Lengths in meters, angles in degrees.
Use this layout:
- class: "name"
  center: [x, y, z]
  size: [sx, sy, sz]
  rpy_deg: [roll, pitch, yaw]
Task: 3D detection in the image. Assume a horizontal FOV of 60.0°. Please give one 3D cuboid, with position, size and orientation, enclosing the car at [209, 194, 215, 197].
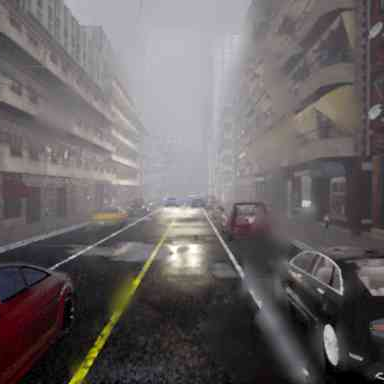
- class: "car"
  center: [2.565, 1.298, 49.848]
  size: [2.192, 1.841, 5.009]
  rpy_deg: [-1, 0, 0]

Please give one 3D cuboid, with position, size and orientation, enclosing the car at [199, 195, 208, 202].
- class: "car"
  center: [2.572, 1.409, 77.593]
  size: [1.967, 1.590, 4.097]
  rpy_deg: [-1, 0, 0]

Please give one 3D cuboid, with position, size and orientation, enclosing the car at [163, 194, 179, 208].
- class: "car"
  center: [-2.817, 1.461, 47.345]
  size: [1.882, 1.535, 5.008]
  rpy_deg: [0, 0, 0]

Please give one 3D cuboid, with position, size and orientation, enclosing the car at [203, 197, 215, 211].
- class: "car"
  center: [2.565, 1.570, 38.750]
  size: [1.802, 1.307, 4.206]
  rpy_deg: [-1, 0, 0]

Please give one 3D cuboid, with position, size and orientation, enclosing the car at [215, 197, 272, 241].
- class: "car"
  center: [2.557, 1.310, 16.555]
  size: [2.192, 1.841, 5.009]
  rpy_deg: [-1, 0, 0]

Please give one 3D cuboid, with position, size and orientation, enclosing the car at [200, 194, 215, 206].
- class: "car"
  center: [2.566, 1.295, 55.397]
  size: [2.192, 1.841, 5.009]
  rpy_deg: [-1, 0, 0]

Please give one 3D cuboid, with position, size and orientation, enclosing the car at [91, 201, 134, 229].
- class: "car"
  center: [-5.319, 1.519, 21.915]
  size: [1.752, 1.417, 4.829]
  rpy_deg: [-1, 0, 0]

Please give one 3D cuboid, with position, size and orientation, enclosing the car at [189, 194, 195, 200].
- class: "car"
  center: [0.021, 1.339, 93.716]
  size: [1.812, 1.442, 4.674]
  rpy_deg: [0, 0, 0]

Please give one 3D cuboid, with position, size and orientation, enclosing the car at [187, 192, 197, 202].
- class: "car"
  center: [0.017, 1.132, 77.530]
  size: [2.150, 2.045, 5.566]
  rpy_deg: [0, 0, 0]

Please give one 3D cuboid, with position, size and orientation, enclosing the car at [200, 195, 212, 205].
- class: "car"
  center: [2.569, 1.418, 60.946]
  size: [1.967, 1.590, 4.097]
  rpy_deg: [-1, 0, 0]

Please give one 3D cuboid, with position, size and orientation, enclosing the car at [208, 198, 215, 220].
- class: "car"
  center: [2.562, 1.517, 27.822]
  size: [1.752, 1.417, 4.829]
  rpy_deg: [-1, 0, 0]

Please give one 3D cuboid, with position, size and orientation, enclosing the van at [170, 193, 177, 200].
- class: "van"
  center: [-5.305, 1.300, 94.223]
  size: [1.690, 1.788, 3.998]
  rpy_deg: [-1, 0, 0]

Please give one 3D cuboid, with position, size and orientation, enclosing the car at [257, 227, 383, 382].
- class: "car"
  center: [2.557, 1.549, 5.456]
  size: [2.008, 1.369, 4.403]
  rpy_deg: [-1, 0, 0]

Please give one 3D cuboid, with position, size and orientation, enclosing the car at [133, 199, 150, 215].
- class: "car"
  center: [-5.318, 1.430, 33.183]
  size: [1.967, 1.590, 4.097]
  rpy_deg: [-1, 0, 0]

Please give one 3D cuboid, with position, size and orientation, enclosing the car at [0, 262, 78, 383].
- class: "car"
  center: [-2.850, 1.563, 3.766]
  size: [1.994, 1.385, 4.181]
  rpy_deg: [0, 0, 0]

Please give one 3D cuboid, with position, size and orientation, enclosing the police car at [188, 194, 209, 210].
- class: "police car"
  center: [0.835, 1.411, 43.103]
  size: [1.930, 1.638, 5.238]
  rpy_deg: [0, 0, 0]

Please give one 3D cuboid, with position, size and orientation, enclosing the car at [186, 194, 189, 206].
- class: "car"
  center: [0.236, 1.459, 52.792]
  size: [1.882, 1.535, 5.008]
  rpy_deg: [0, 0, -11]

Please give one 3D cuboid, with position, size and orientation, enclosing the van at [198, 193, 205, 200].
- class: "van"
  center: [2.574, 1.304, 88.692]
  size: [1.690, 1.788, 3.998]
  rpy_deg: [-1, 0, 0]
